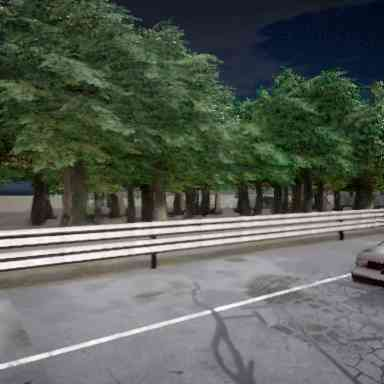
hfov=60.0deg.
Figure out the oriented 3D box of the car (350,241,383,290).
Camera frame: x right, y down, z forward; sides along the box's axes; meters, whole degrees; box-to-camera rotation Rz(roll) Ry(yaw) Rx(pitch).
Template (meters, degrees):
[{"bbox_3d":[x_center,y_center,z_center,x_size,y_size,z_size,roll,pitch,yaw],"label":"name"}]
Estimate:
[{"bbox_3d":[5.978,1.563,8.011,5.357,1.411,2.033,0,0,-35],"label":"car"}]
